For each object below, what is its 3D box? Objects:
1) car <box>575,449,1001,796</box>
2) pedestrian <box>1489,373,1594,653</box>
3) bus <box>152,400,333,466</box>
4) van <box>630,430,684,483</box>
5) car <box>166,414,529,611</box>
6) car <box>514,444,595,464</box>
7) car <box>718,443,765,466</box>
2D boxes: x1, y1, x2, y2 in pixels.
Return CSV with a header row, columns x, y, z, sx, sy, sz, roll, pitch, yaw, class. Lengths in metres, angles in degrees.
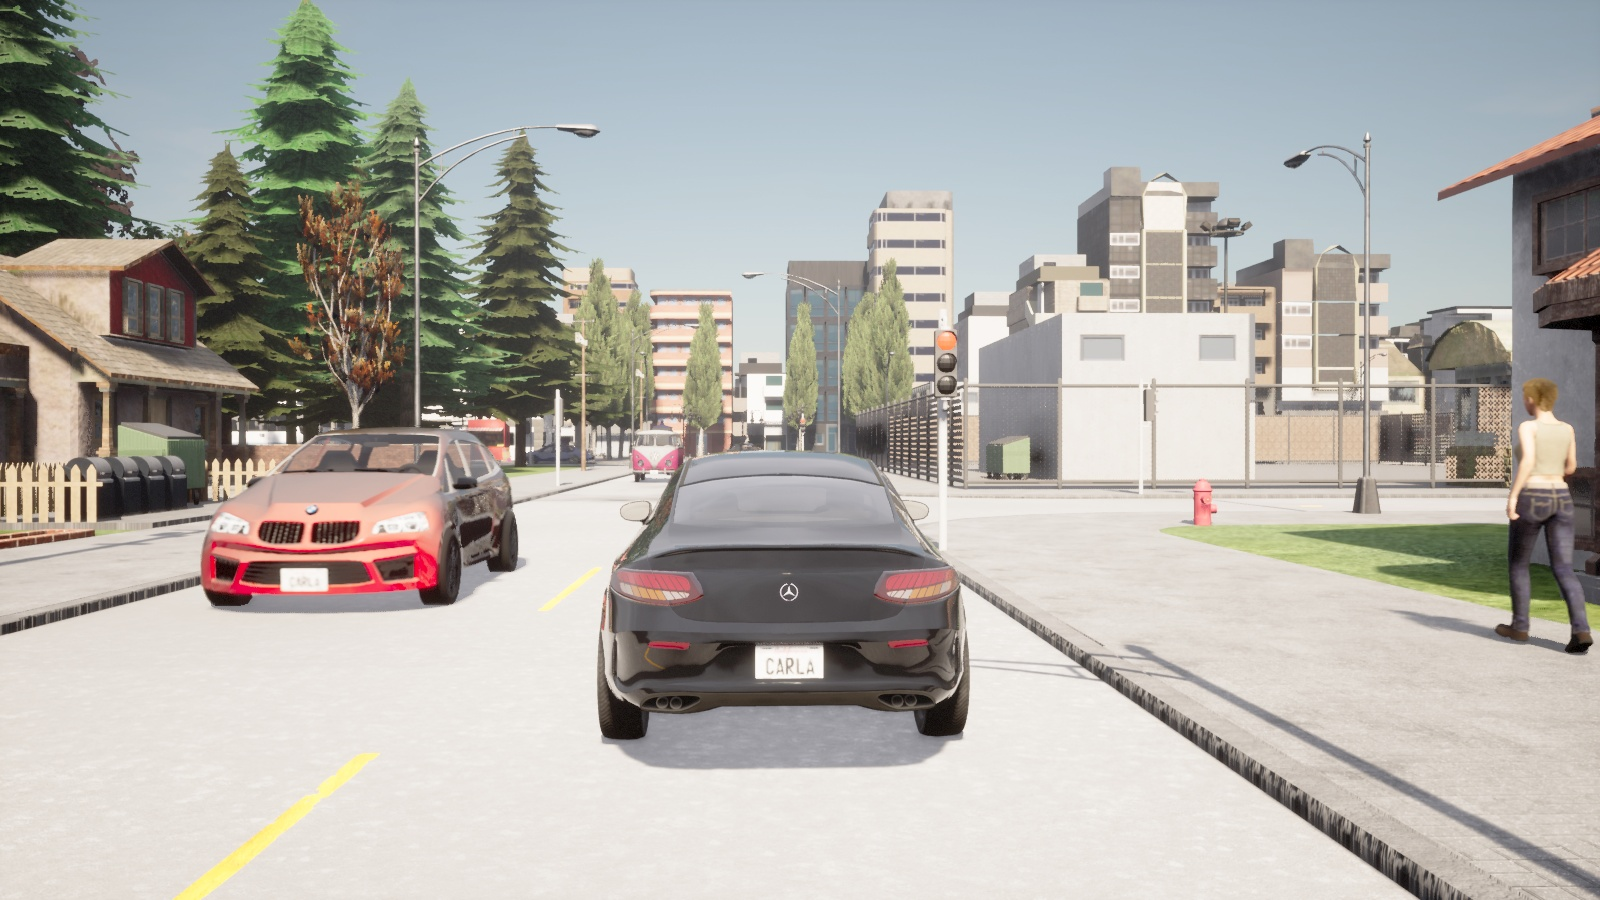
x,y,z,sx,sy,sz,roll,pitch,yaw,class
-0.142,0.729,7.674,1.812,1.442,4.674,0,0,-2,car
5.027,0.412,8.538,0.345,1.836,0.594,0,0,-2,pedestrian
-36.825,-1.130,83.327,10.273,4.253,3.944,0,0,-2,bus
-5.522,0.218,49.039,1.775,1.987,4.442,0,0,-2,van
-4.336,0.514,12.975,2.242,1.667,4.611,0,0,-2,car
-17.187,0.283,88.025,5.357,1.411,2.033,0,0,-3,car
-3.986,0.279,84.682,1.816,1.474,4.193,0,0,-22,car
